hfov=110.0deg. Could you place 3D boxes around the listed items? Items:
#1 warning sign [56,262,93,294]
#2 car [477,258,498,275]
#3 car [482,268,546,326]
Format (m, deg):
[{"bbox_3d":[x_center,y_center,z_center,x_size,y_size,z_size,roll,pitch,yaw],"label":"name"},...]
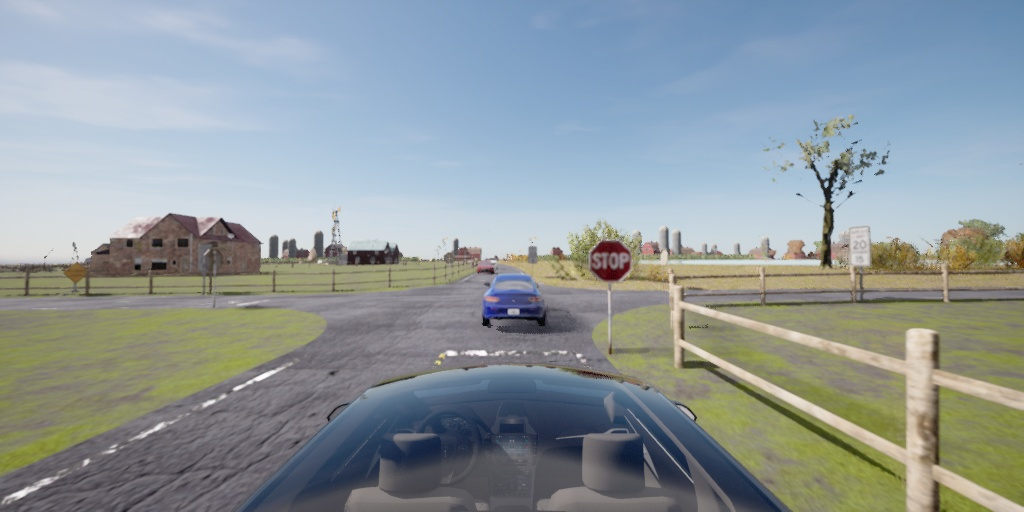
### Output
[{"bbox_3d":[-25.849,1.269,21.205,1.060,1.860,1.300,0,0,-1],"label":"warning sign"},{"bbox_3d":[-3.012,1.340,41.909,1.882,1.535,5.008,0,0,0],"label":"car"},{"bbox_3d":[0.050,1.293,11.703,1.812,1.442,4.674,0,0,0],"label":"car"}]
